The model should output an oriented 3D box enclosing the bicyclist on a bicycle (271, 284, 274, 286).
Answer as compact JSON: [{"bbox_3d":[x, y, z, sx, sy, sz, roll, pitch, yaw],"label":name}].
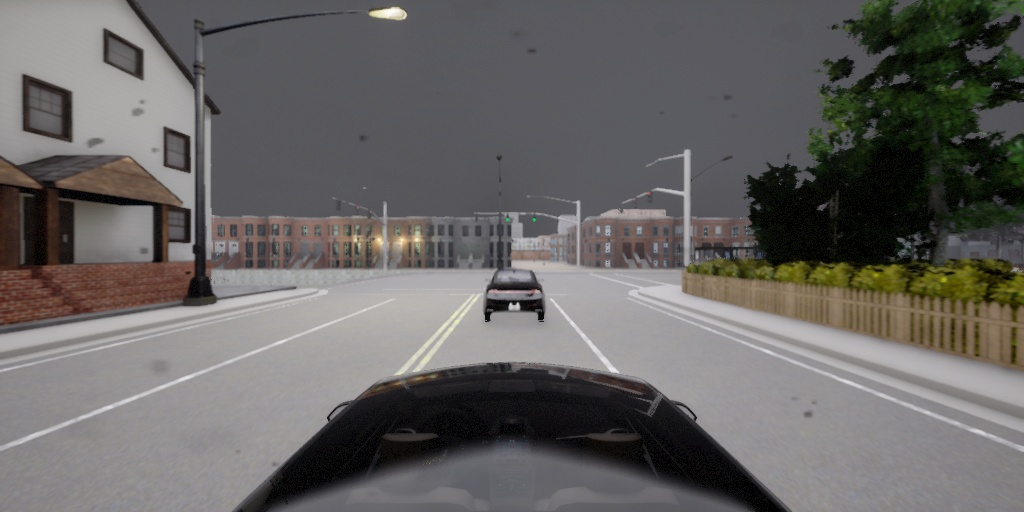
[{"bbox_3d":[-25.471,3.838,38.527,0.582,1.620,1.656,-12,1,2],"label":"bicyclist on a bicycle"}]

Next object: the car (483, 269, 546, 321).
[{"bbox_3d":[0.079,1.187,12.191,2.128,1.511,4.902,0,0,0],"label":"car"}]
